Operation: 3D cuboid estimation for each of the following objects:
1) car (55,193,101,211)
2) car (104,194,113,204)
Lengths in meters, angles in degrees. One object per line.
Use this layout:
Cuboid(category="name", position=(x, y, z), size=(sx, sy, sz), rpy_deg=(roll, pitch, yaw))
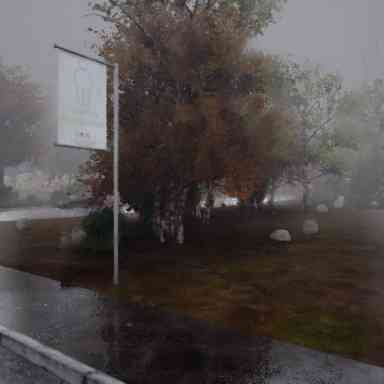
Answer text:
Cuboid(category="car", position=(-14.366, 1.205, 41.946), size=(2.150, 2.045, 5.566), rpy_deg=(0, 0, 38))
Cuboid(category="car", position=(-14.042, 1.189, 48.026), size=(2.150, 2.045, 5.566), rpy_deg=(0, 0, 38))
